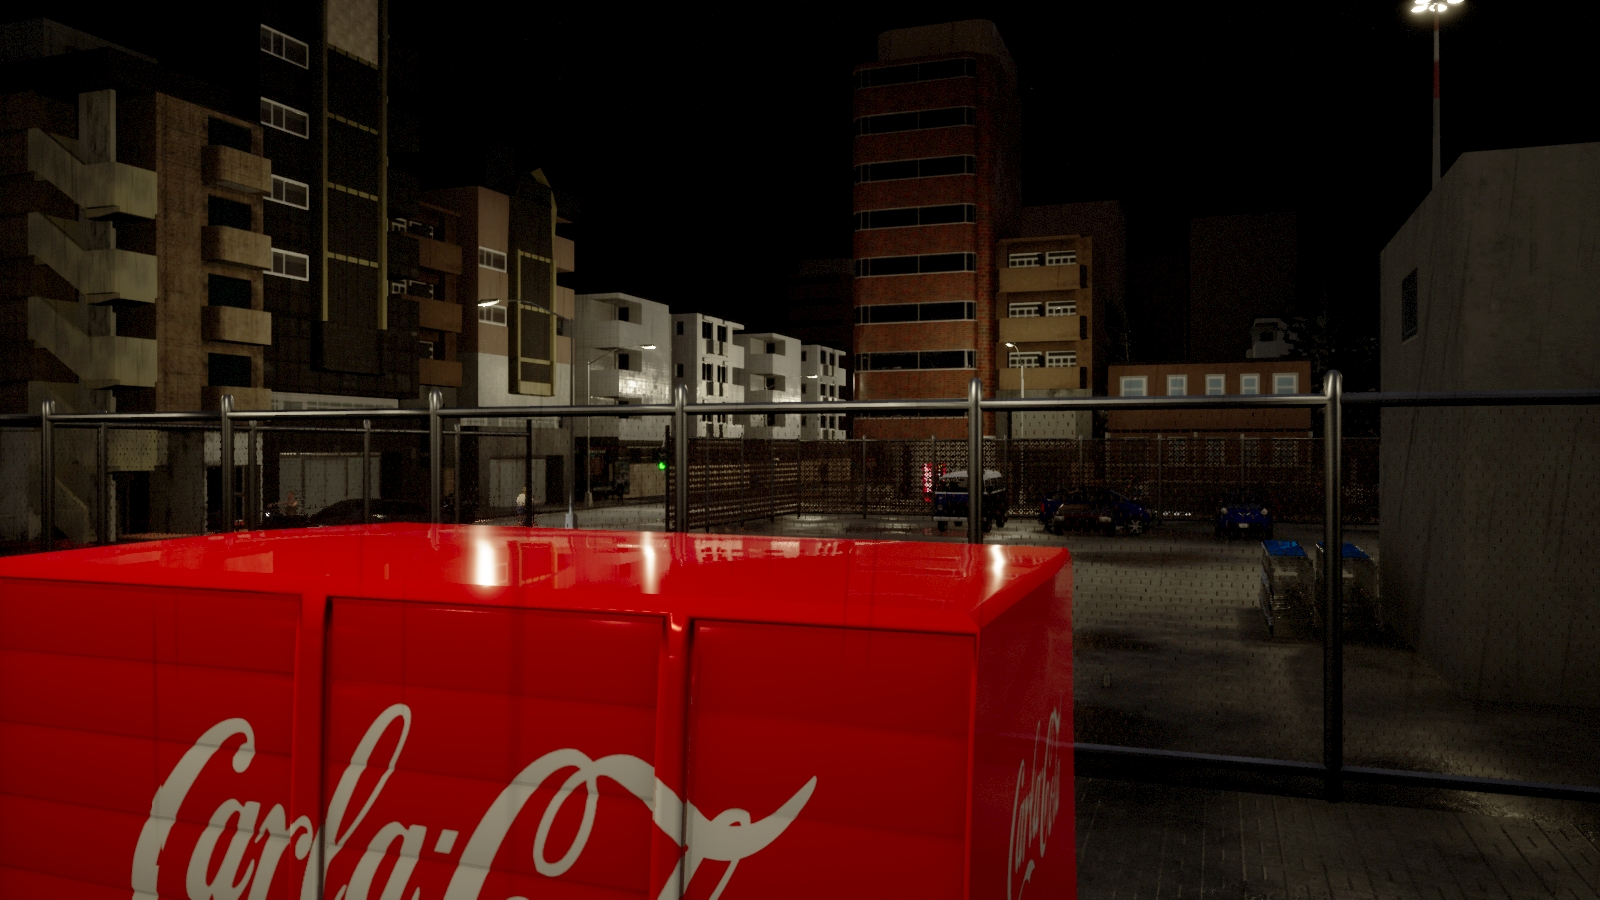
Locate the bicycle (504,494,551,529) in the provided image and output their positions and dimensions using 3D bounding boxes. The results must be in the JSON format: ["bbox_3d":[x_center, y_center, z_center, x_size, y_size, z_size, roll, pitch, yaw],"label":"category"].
[{"bbox_3d":[-9.144,2.045,38.416,0.859,1.080,1.487,0,0,20],"label":"bicycle"}]

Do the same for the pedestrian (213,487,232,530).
[{"bbox_3d":[-17.949,1.815,35.532,0.375,1.300,0.375,0,0,28],"label":"pedestrian"}]

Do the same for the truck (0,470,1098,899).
[{"bbox_3d":[-1.648,1.349,4.450,5.204,2.467,2.627,0,0,20],"label":"truck"}]

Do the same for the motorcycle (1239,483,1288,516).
[{"bbox_3d":[18.400,1.962,45.402,1.805,1.236,0.856,0,0,20],"label":"motorcycle"}]

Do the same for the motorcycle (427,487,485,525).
[{"bbox_3d":[-12.387,1.995,41.212,0.867,1.251,2.209,0,0,20],"label":"motorcycle"}]

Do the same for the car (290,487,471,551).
[{"bbox_3d":[-11.580,1.851,31.947,2.163,1.488,4.792,0,0,20],"label":"car"}]
